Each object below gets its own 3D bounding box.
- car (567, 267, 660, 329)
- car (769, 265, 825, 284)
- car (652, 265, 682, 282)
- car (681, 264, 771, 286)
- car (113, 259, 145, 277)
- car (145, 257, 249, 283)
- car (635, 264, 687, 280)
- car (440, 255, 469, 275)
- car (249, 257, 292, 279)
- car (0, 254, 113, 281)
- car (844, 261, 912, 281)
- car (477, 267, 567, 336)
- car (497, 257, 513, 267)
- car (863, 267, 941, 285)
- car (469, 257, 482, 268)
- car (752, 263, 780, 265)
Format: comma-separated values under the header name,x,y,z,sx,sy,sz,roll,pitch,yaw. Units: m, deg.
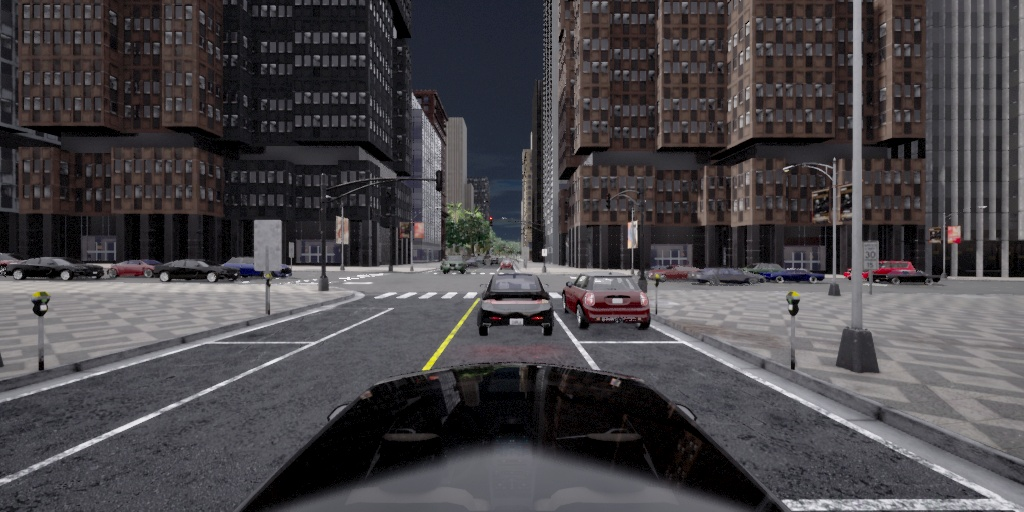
name,x,y,z,sx,sy,sz,roll,pitch,yaw
car,2.734,1.189,11.247,1.967,1.591,4.097,0,0,0
car,24.375,1.727,31.471,4.718,1.301,1.895,1,0,0
car,14.351,1.507,31.379,4.674,1.442,1.812,1,0,-1
car,16.538,1.564,27.873,5.357,1.411,2.033,1,0,-2
car,-28.208,0.945,27.547,4.181,1.385,1.994,1,0,-1
car,-21.274,0.960,24.363,5.008,1.535,1.882,1,0,-1
car,14.340,1.541,34.631,4.181,1.385,1.994,1,0,-1
car,-6.209,0.931,38.821,2.150,2.045,5.566,1,-1,-4
car,-19.564,0.855,27.628,4.553,1.767,2.097,1,0,0
car,-30.741,0.827,24.281,5.008,1.535,1.882,1,0,0
car,35.668,1.506,34.808,5.566,2.045,2.150,0,0,-1
car,0.076,1.241,10.361,2.128,1.511,4.902,0,0,-1
car,-0.762,1.197,52.628,1.967,1.591,4.097,0,0,-1
car,34.360,1.872,31.549,4.718,1.301,1.895,1,0,0
car,-6.678,1.320,59.657,2.033,1.411,5.357,0,0,0
car,23.810,1.466,34.713,4.553,1.767,2.097,1,0,0
